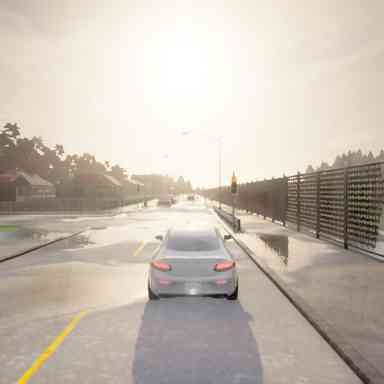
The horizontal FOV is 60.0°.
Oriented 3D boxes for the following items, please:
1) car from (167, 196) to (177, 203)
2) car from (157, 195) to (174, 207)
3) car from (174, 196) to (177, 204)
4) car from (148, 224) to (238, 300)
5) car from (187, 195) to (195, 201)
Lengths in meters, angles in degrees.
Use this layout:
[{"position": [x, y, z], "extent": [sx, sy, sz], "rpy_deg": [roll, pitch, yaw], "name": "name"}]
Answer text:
[{"position": [-4.225, 1.522, 71.625], "extent": [1.812, 1.442, 4.674], "rpy_deg": [0, 0, 0], "name": "car"}, {"position": [-4.256, 1.476, 51.782], "extent": [1.882, 1.535, 5.008], "rpy_deg": [0, 0, 0], "name": "car"}, {"position": [-4.257, 1.350, 61.712], "extent": [2.097, 1.767, 4.553], "rpy_deg": [0, 0, 0], "name": "car"}, {"position": [0.029, 1.526, 8.243], "extent": [1.812, 1.442, 4.674], "rpy_deg": [0, 0, 0], "name": "car"}, {"position": [-0.275, 1.476, 86.366], "extent": [1.882, 1.535, 5.008], "rpy_deg": [0, 0, 0], "name": "car"}]
